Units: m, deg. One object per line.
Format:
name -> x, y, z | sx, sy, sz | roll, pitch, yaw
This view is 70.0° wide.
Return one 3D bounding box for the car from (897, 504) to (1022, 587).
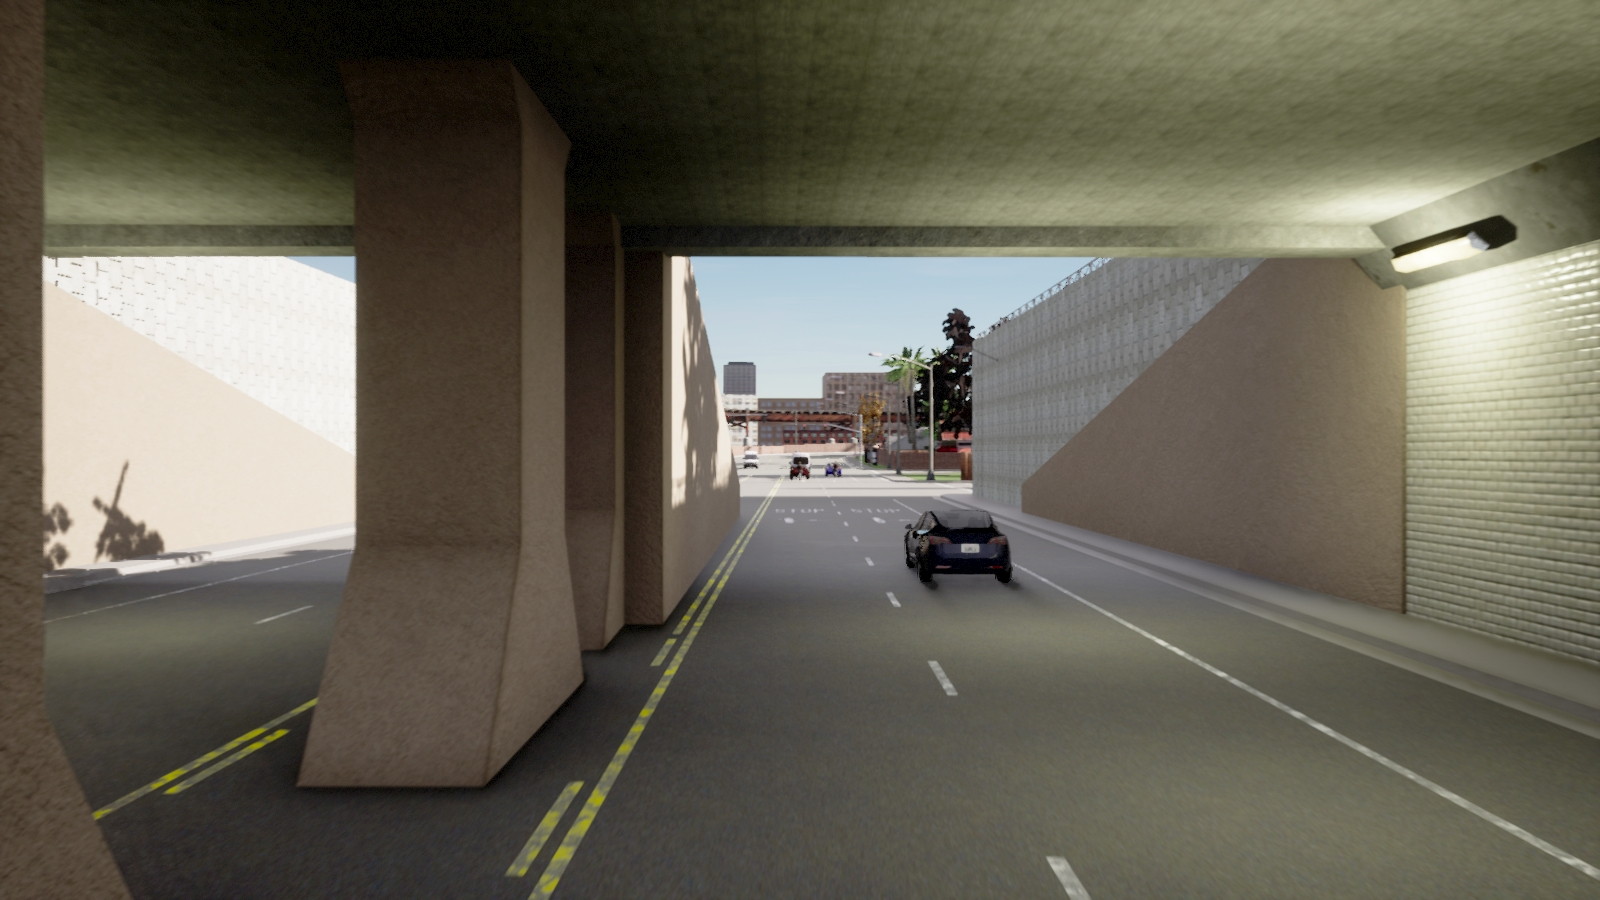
car -> 3.462, 2.063, 25.751 | 2.163, 1.488, 4.792 | 0, 0, 0
